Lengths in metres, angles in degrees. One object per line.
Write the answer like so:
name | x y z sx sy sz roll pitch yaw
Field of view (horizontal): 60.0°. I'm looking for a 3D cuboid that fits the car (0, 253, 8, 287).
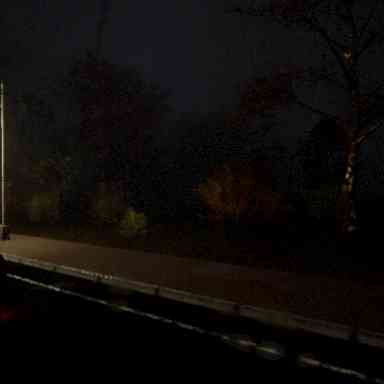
car | -6.358 1.636 8.188 4.181 1.385 1.994 0 0 36
